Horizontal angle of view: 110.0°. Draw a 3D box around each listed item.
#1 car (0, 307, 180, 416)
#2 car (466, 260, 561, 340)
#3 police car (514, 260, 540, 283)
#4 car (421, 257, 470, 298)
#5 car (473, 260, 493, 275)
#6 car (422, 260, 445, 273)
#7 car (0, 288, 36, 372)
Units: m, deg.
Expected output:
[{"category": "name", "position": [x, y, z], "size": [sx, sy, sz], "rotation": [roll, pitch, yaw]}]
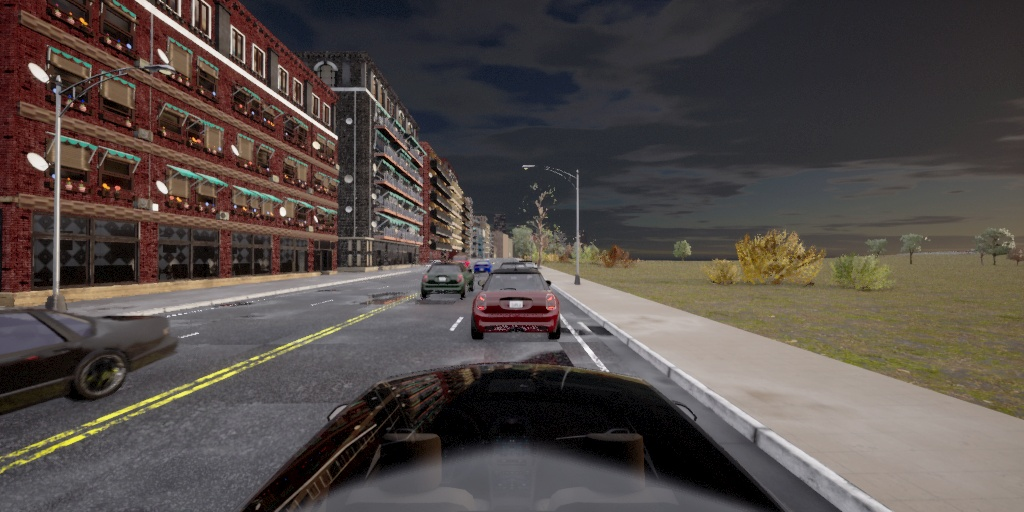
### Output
[{"category": "car", "position": [-6.603, 1.298, 3.686], "size": [2.033, 1.411, 5.357], "rotation": [0, 0, 0]}, {"category": "car", "position": [0.084, 1.103, 10.169], "size": [2.097, 1.767, 4.553], "rotation": [0, 0, 0]}, {"category": "police car", "position": [1.110, 1.179, 29.437], "size": [1.930, 1.638, 5.238], "rotation": [0, 0, 0]}, {"category": "car", "position": [-3.167, 1.103, 18.449], "size": [2.097, 1.767, 4.553], "rotation": [0, 0, 0]}, {"category": "car", "position": [-3.187, 1.231, 40.221], "size": [1.882, 1.535, 5.008], "rotation": [0, 0, 0]}, {"category": "car", "position": [-9.891, 1.279, 45.518], "size": [1.812, 1.442, 4.674], "rotation": [0, 0, 0]}, {"category": "car", "position": [-9.856, 1.298, 3.975], "size": [2.033, 1.411, 5.357], "rotation": [0, 0, 0]}]
